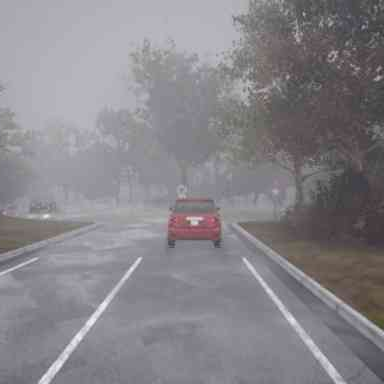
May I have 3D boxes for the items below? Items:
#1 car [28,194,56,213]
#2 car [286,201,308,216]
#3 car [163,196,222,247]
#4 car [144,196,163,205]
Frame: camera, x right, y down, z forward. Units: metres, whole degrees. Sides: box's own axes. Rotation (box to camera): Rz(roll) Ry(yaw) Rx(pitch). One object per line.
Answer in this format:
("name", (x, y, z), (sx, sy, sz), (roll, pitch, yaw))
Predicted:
("car", (-16.795, 1.224, 37.520), (2.150, 2.045, 5.566), (-1, 0, -15))
("car", (10.818, 1.567, 32.232), (1.994, 1.385, 4.181), (0, 0, 43))
("car", (0.102, 1.225, 15.042), (2.150, 2.045, 5.566), (0, 0, 0))
("car", (-5.842, 1.511, 57.898), (4.892, 1.490, 1.837), (0, -1, -14))
